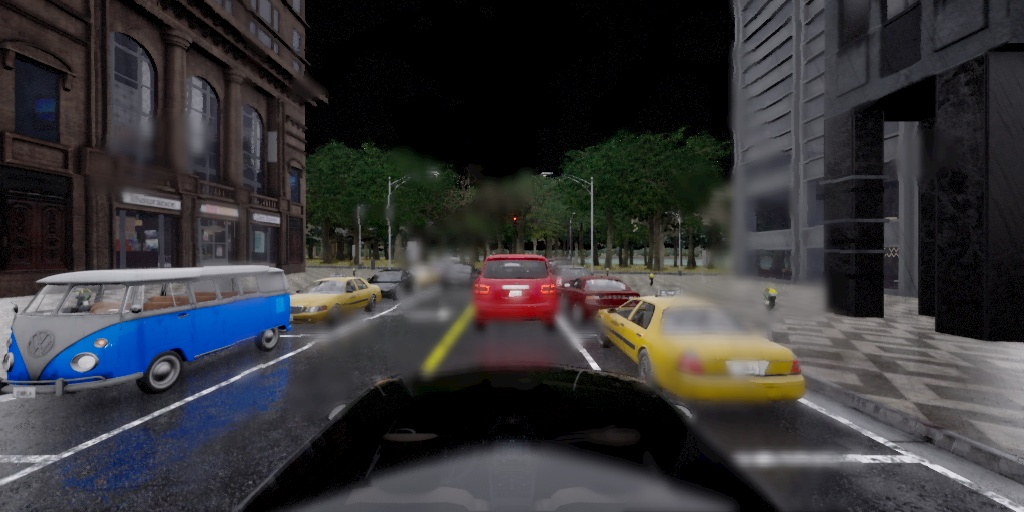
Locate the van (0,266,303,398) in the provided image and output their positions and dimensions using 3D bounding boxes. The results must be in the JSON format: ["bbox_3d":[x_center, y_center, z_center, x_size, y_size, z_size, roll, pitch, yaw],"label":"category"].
[{"bbox_3d":[-5.761,1.091,6.336,1.690,1.789,3.998,0,0,0],"label":"van"}]

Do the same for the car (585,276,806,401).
[{"bbox_3d":[2.764,1.275,6.503,1.751,1.417,4.829,0,0,0],"label":"car"}]

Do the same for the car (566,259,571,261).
[{"bbox_3d":[2.770,1.066,22.646,2.192,1.841,5.009,0,0,0],"label":"car"}]

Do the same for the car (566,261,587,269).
[{"bbox_3d":[2.768,1.190,17.208,1.967,1.591,4.097,0,0,0],"label":"car"}]

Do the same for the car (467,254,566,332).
[{"bbox_3d":[0.106,0.972,11.029,2.150,2.045,5.566,0,0,0],"label":"car"}]

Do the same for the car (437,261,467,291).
[{"bbox_3d":[-3.066,1.258,22.093,1.837,1.490,4.892,0,-1,0],"label":"car"}]

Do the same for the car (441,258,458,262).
[{"bbox_3d":[-5.753,1.193,28.086,1.967,1.591,4.097,0,0,0],"label":"car"}]

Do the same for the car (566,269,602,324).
[{"bbox_3d":[2.766,1.295,11.771,1.888,1.381,4.507,0,0,0],"label":"car"}]

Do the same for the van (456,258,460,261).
[{"bbox_3d":[-5.751,1.095,33.524,1.690,1.789,3.998,0,0,0],"label":"van"}]

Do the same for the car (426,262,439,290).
[{"bbox_3d":[-5.755,1.277,22.479,1.751,1.417,4.829,0,0,0],"label":"car"}]

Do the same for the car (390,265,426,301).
[{"bbox_3d":[-5.757,1.317,17.211,1.948,1.339,4.313,0,0,0],"label":"car"}]

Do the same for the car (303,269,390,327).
[{"bbox_3d":[-5.759,1.276,11.604,1.751,1.417,4.829,0,0,0],"label":"car"}]
